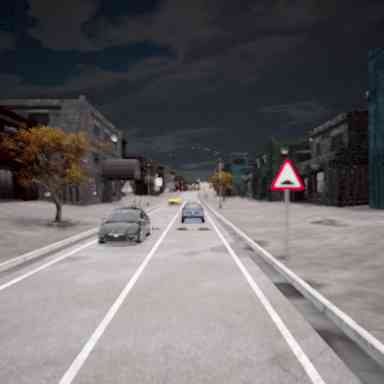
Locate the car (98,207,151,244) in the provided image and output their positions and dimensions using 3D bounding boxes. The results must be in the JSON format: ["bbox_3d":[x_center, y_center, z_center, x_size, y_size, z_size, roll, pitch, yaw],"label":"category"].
[{"bbox_3d":[-3.101,1.535,16.013,1.837,1.490,4.892,0,0,0],"label":"car"}]

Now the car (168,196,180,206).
[{"bbox_3d":[-3.060,1.481,56.964,1.882,1.535,5.008,0,0,0],"label":"car"}]

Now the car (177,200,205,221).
[{"bbox_3d":[0.089,1.591,27.184,2.033,1.411,5.357,0,0,0],"label":"car"}]
